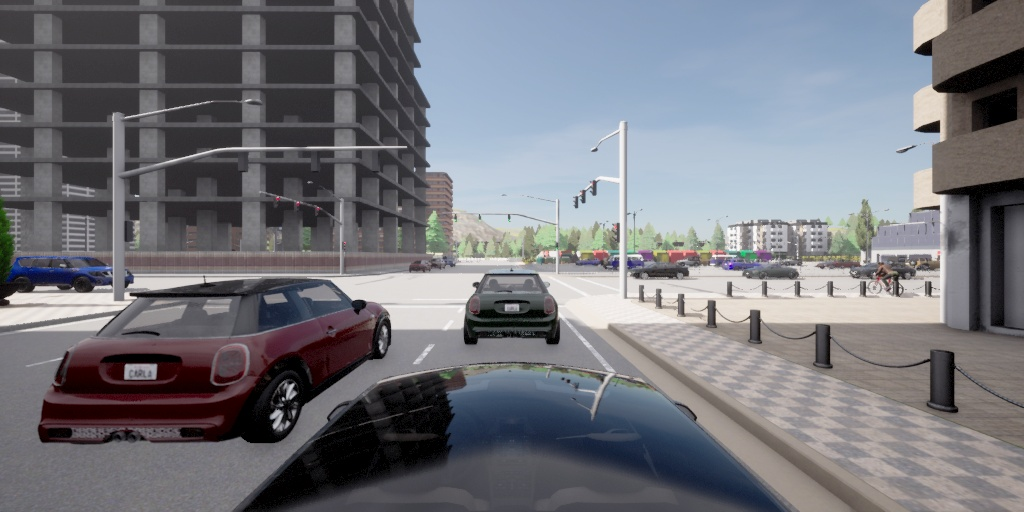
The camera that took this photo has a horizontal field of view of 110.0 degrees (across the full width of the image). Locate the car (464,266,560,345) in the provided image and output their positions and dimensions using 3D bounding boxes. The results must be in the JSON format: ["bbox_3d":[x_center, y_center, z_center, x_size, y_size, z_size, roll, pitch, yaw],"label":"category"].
[{"bbox_3d":[-0.023,1.102,9.613,2.097,1.767,4.553,0,0,-1],"label":"car"}]

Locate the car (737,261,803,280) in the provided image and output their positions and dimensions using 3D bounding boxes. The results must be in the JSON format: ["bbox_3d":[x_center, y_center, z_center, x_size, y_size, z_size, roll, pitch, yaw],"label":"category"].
[{"bbox_3d":[22.942,1.369,31.889,4.181,1.385,1.994,0,0,0],"label":"car"}]

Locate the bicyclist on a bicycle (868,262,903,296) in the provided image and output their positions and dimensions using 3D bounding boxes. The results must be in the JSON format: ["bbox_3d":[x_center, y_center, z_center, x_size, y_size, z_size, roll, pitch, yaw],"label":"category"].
[{"bbox_3d":[18.064,1.106,17.374,0.582,1.620,1.656,0,0,0],"label":"bicyclist on a bicycle"}]

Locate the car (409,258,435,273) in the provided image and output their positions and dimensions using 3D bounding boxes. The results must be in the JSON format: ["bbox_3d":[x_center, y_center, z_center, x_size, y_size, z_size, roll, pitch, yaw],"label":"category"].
[{"bbox_3d":[-11.382,1.228,44.741,1.882,1.535,5.008,0,0,0],"label":"car"}]

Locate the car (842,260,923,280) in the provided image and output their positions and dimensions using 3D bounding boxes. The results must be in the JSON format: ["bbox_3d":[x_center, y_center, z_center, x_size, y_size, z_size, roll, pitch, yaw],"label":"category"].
[{"bbox_3d":[32.911,1.310,31.960,4.892,1.490,1.837,0,0,0],"label":"car"}]

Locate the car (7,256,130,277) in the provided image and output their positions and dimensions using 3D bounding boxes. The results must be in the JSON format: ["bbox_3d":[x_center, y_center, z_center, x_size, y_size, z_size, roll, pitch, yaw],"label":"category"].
[{"bbox_3d":[-25.524,1.027,20.823,5.566,2.045,2.150,0,0,0],"label":"car"}]

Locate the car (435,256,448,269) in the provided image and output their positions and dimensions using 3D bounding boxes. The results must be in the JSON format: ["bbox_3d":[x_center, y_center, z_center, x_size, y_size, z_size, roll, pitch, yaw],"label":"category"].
[{"bbox_3d":[-11.487,1.102,54.499,2.097,1.767,4.553,0,0,-1],"label":"car"}]

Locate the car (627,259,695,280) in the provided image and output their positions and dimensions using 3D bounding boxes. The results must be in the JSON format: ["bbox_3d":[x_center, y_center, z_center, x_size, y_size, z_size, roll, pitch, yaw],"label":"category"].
[{"bbox_3d":[13.028,1.283,31.819,5.008,1.535,1.882,0,0,0],"label":"car"}]

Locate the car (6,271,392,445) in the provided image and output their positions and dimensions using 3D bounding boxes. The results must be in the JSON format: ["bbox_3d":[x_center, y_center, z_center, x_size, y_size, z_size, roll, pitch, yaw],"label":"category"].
[{"bbox_3d":[-3.485,1.102,5.478,2.097,1.767,4.553,0,0,0],"label":"car"}]
